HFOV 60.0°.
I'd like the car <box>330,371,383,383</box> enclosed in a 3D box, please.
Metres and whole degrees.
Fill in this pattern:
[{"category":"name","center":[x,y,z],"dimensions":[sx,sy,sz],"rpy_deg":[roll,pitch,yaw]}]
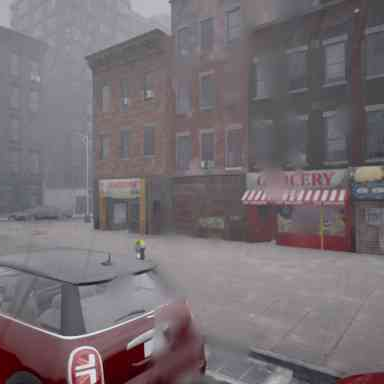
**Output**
[{"category":"car","center":[2.542,1.544,0.991],"dimensions":[4.507,1.381,1.887],"rpy_deg":[0,0,36]}]

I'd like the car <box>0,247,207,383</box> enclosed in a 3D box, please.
[{"category":"car","center":[-1.921,1.441,4.212],"dimensions":[4.097,1.590,1.967],"rpy_deg":[0,0,36]}]

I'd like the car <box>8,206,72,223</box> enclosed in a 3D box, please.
[{"category":"car","center":[-13.552,1.977,30.058],"dimensions":[2.033,1.411,5.357],"rpy_deg":[-1,-2,36]}]
